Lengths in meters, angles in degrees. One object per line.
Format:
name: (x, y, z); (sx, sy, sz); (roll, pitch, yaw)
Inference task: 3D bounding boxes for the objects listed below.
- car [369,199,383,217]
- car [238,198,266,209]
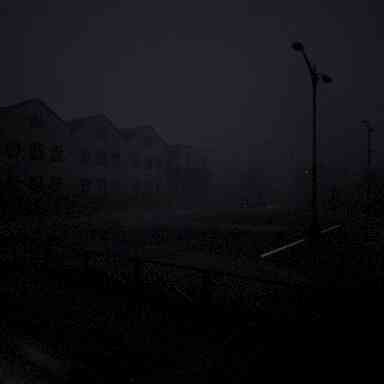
car: (15.523, 1.298, 26.745); (2.007, 1.523, 4.514); (0, 0, 35)
car: (7.748, 1.409, 42.215); (1.895, 1.301, 4.718); (0, 0, 36)
